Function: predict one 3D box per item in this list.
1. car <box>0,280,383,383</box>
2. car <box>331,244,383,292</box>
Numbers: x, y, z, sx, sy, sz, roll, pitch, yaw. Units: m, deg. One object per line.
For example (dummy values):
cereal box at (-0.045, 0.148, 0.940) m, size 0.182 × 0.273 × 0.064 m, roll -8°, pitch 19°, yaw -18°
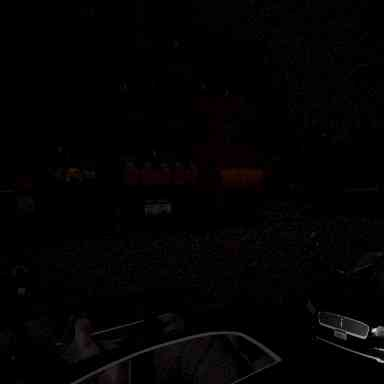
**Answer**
car at (-0.805, 1.550, 2.261) m, size 4.403 × 1.369 × 2.008 m, roll 0°, pitch -2°, yaw -36°
car at (3.628, 1.548, 5.430) m, size 4.403 × 1.369 × 2.008 m, roll 0°, pitch -2°, yaw -36°
